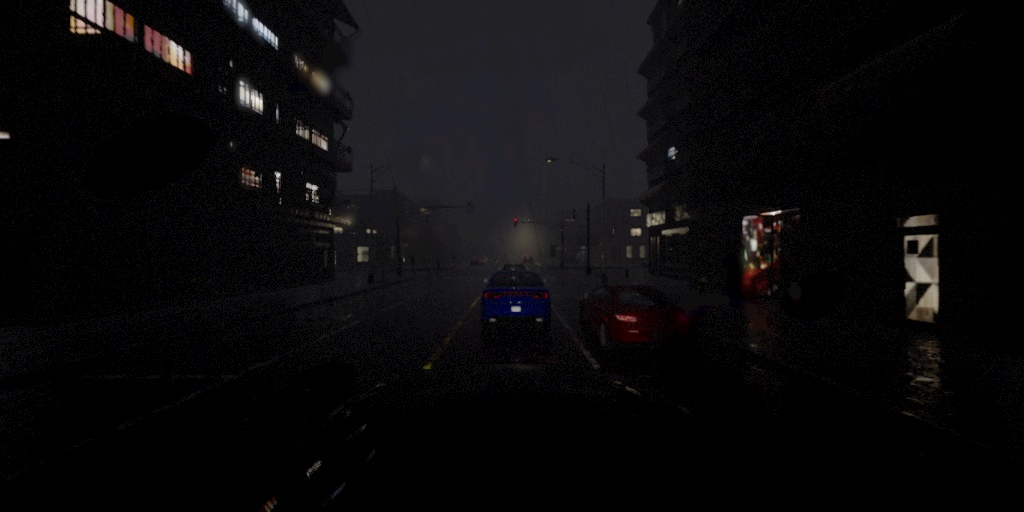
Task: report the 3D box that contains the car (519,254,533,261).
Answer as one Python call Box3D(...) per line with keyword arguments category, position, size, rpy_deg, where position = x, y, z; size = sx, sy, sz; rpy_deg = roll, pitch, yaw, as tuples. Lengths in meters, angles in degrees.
Box3D(category="car", position=(2.690, 0.586, 63.345), size=(2.192, 1.841, 5.009), rpy_deg=(0, 0, 0))

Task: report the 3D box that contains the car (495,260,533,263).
Box3D(category="car", position=(0.102, 1.150, 21.771), size=(1.994, 1.385, 4.181), rpy_deg=(0, 0, 0))

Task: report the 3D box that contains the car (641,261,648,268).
Box3D(category="car", position=(17.496, 0.781, 42.150), size=(4.313, 1.339, 1.948), rpy_deg=(0, 0, 0))

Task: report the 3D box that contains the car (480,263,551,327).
Box3D(category="car", position=(0.101, 1.148, 11.286), size=(1.882, 1.535, 5.008), rpy_deg=(0, 0, 0))

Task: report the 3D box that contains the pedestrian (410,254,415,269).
Box3D(category="pedestrian", position=(-12.512, 0.689, 45.074), size=(0.375, 1.860, 0.375), rpy_deg=(0, 1, 0))

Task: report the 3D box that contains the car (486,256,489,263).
Box3D(category="car", position=(-5.691, 0.837, 63.345), size=(1.948, 1.339, 4.313), rpy_deg=(0, 0, 0))

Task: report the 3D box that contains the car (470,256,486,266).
Box3D(category="car", position=(-5.779, 0.855, 57.823), size=(1.888, 1.381, 4.507), rpy_deg=(0, 0, 0))

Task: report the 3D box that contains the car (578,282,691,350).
Box3D(category="car", position=(2.691, 1.274, 8.595), size=(1.802, 1.307, 4.207), rpy_deg=(0, 0, 0))
